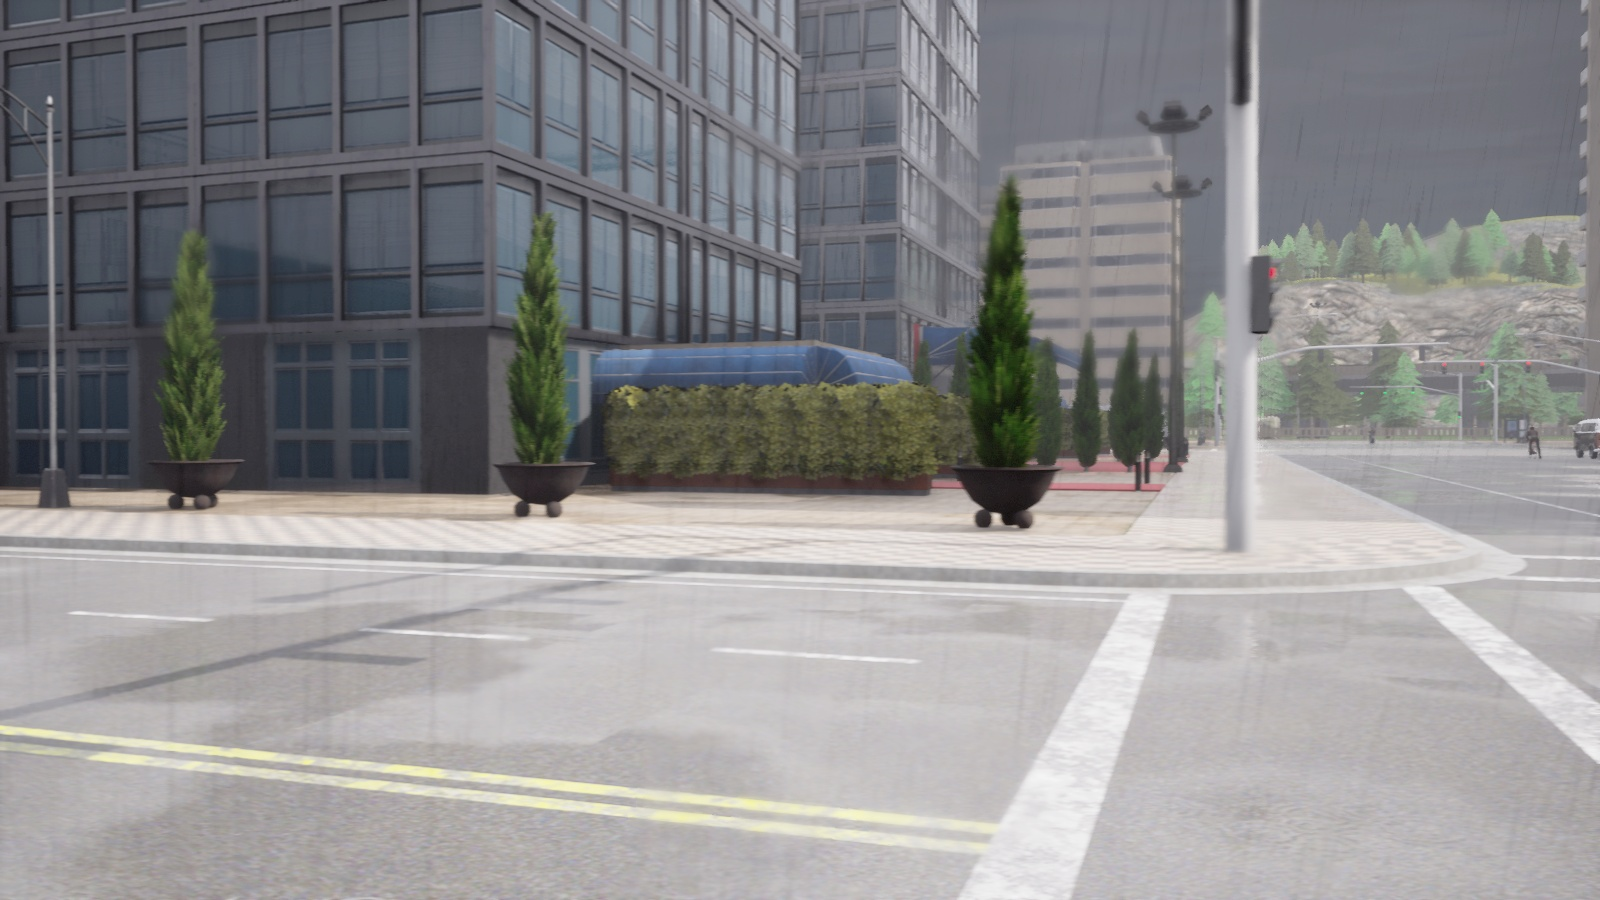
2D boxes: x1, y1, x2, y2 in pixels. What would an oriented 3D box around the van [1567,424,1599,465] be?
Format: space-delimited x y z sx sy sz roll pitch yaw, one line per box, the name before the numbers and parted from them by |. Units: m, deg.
van | 40.624 -0.288 63.621 2.069 2.038 4.480 1 1 18
